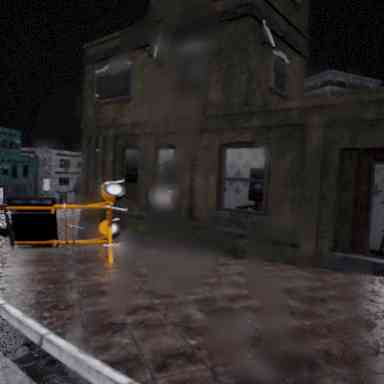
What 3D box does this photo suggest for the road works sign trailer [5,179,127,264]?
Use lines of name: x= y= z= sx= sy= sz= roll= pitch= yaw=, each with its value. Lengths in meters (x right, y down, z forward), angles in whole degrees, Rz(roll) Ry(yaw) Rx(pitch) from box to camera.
road works sign trailer: x=-4.076 y=1.240 z=11.065 sx=3.560 sy=2.380 sz=2.880 roll=1 pitch=43 yaw=-18
